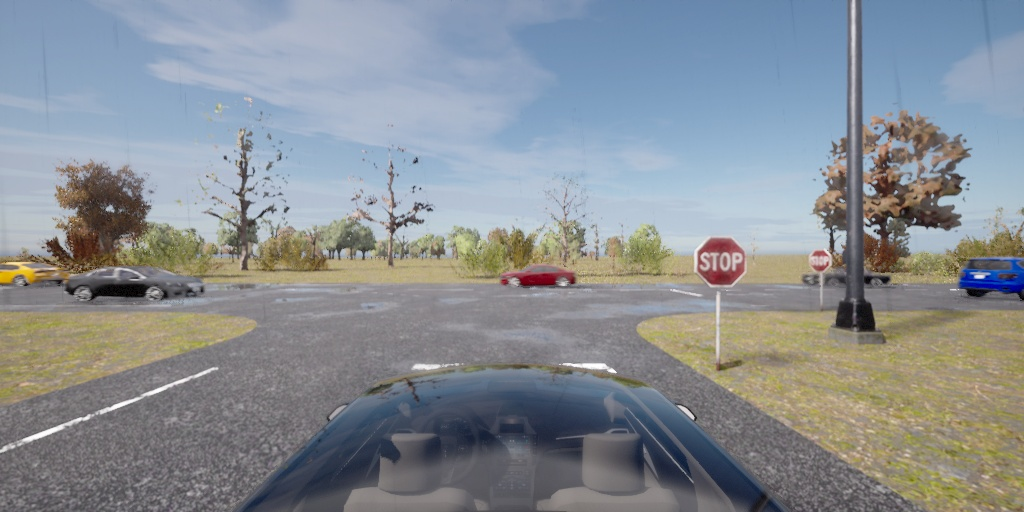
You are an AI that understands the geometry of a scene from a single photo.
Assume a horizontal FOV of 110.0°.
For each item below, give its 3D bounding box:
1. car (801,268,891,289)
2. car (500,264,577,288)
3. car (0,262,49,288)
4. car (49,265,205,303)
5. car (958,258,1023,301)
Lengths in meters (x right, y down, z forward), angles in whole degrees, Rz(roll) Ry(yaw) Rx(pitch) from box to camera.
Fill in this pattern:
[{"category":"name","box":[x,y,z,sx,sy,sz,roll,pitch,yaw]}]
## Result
[{"category":"car","box":[22.429,1.477,24.238,4.718,1.301,1.895,0,0,-2]},{"category":"car","box":[1.727,1.307,23.504,5.008,1.535,1.882,0,0,-2]},{"category":"car","box":[-30.975,1.136,22.364,5.008,1.535,1.882,0,0,-2]},{"category":"car","box":[-16.529,1.217,15.893,4.902,1.511,2.128,0,0,-2]},{"category":"car","box":[25.130,1.103,17.319,5.566,2.045,2.150,0,0,-2]}]
